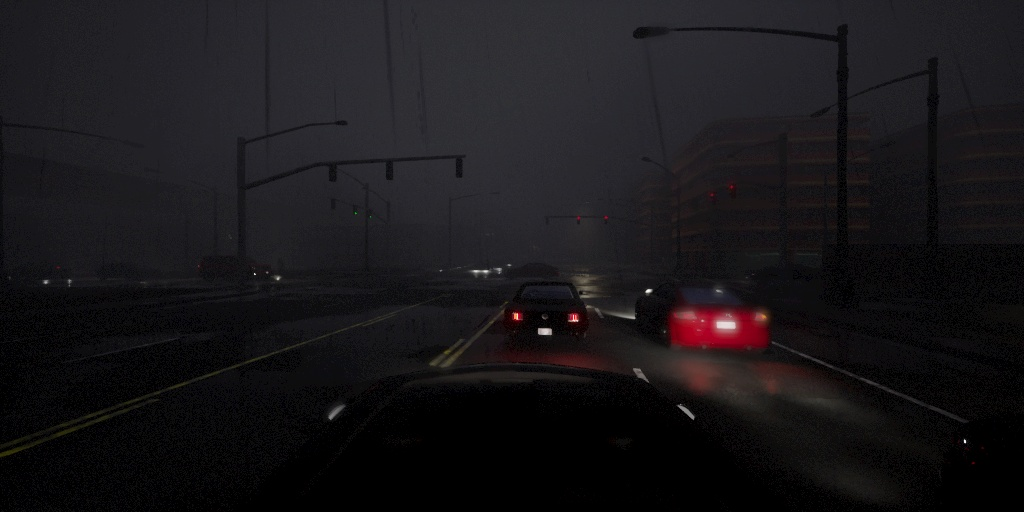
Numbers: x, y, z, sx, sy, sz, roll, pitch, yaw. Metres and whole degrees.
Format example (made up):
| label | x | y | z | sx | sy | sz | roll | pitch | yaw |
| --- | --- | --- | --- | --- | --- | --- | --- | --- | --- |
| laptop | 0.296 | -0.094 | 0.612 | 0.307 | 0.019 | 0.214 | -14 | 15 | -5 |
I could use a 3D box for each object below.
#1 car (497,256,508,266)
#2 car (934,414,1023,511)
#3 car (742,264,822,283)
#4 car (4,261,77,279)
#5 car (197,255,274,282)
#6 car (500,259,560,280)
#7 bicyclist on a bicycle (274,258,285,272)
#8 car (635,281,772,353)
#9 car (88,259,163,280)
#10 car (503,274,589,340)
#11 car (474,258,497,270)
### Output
| label | x | y | z | sx | sy | sz | roll | pitch | yaw |
| --- | --- | --- | --- | --- | --- | --- | --- | --- | --- |
| car | -2.398 | 1.064 | 58.619 | 1.895 | 1.301 | 4.718 | 0 | 1 | 8 |
| car | 3.640 | 1.242 | 0.248 | 2.128 | 1.511 | 4.902 | 0 | 0 | 1 |
| car | 21.052 | 1.297 | 27.803 | 5.357 | 1.411 | 2.033 | 0 | 0 | 7 |
| car | -41.781 | 1.351 | 31.718 | 4.718 | 1.301 | 1.895 | 0 | 0 | 12 |
| car | -22.449 | 0.971 | 29.178 | 5.566 | 2.045 | 2.150 | 0 | 0 | 7 |
| car | 1.657 | 1.243 | 30.077 | 4.674 | 1.442 | 1.812 | 0 | 0 | 7 |
| bicyclist on a bicycle | -26.326 | 1.053 | 40.697 | 0.582 | 1.620 | 1.656 | 0 | 0 | 7 |
| car | 4.421 | 1.314 | 8.959 | 1.994 | 1.385 | 4.181 | 0 | 0 | 7 |
| car | -32.377 | 1.228 | 30.372 | 5.008 | 1.535 | 1.882 | 0 | 0 | 7 |
| car | 1.019 | 1.351 | 9.967 | 1.895 | 1.301 | 4.718 | 0 | 0 | 8 |
| car | -3.767 | 1.176 | 48.768 | 1.994 | 1.385 | 4.181 | 0 | 1 | 8 |
